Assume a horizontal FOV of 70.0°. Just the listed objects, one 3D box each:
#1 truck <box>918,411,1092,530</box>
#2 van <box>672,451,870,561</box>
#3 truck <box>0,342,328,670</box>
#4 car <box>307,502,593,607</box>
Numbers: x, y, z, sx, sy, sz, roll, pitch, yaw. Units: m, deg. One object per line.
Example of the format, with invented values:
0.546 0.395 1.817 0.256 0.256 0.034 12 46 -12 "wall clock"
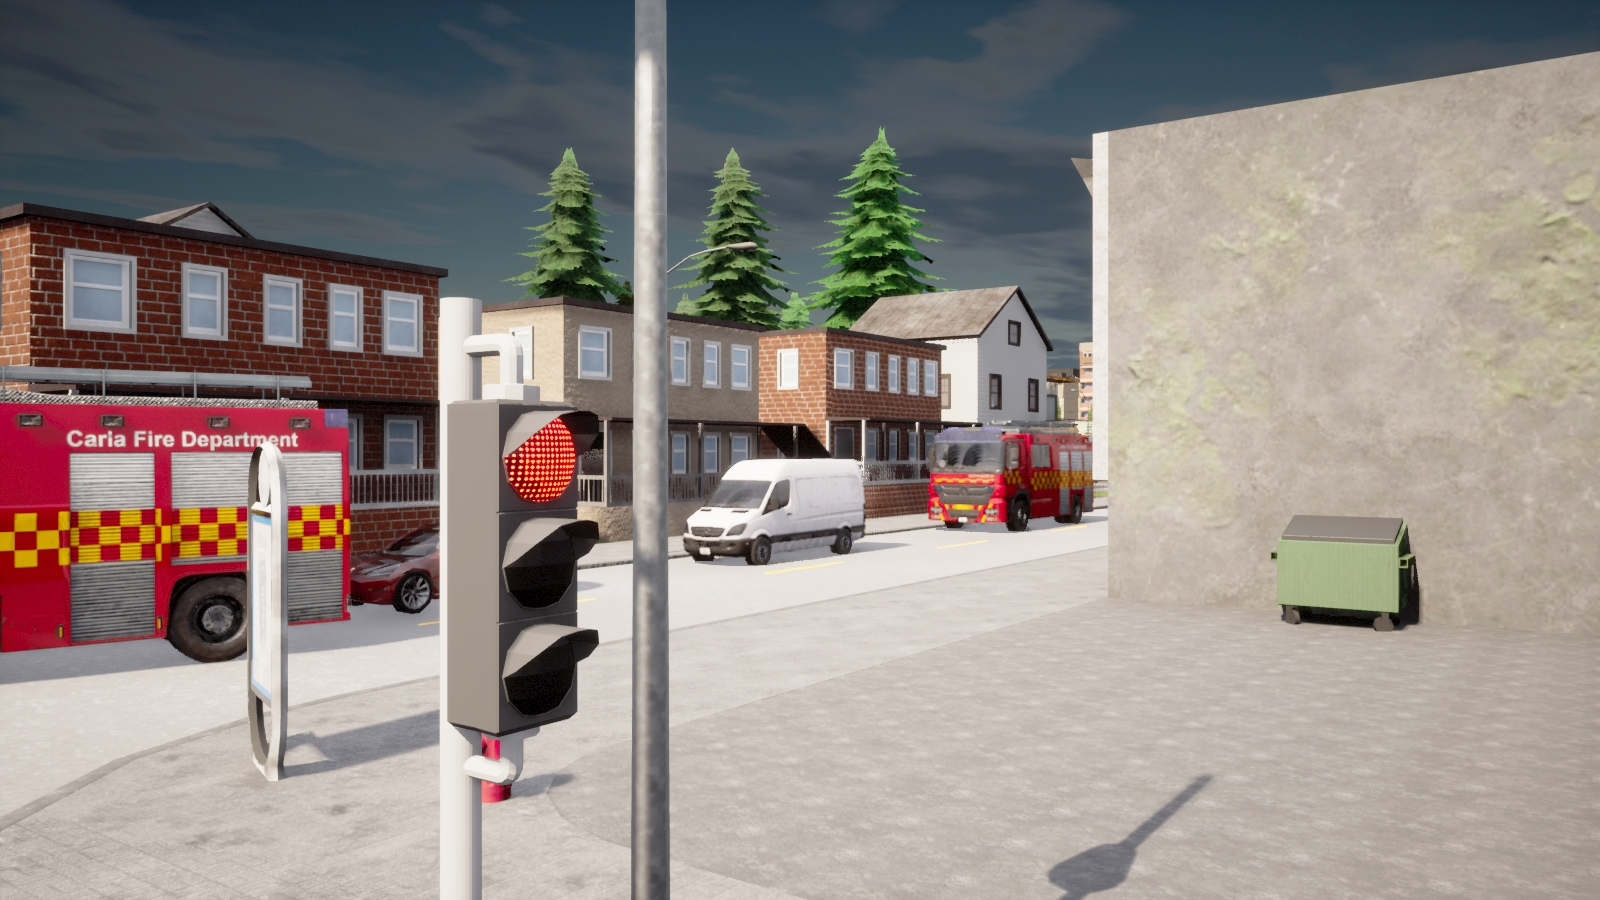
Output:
7.603 0.663 41.319 2.891 3.827 8.468 0 0 35 "truck"
-0.592 1.307 29.634 1.988 2.561 5.915 0 0 35 "van"
-10.685 0.661 14.148 8.468 3.827 2.891 0 0 -39 "truck"
-6.386 1.835 21.373 2.163 1.488 4.792 0 0 35 "car"
